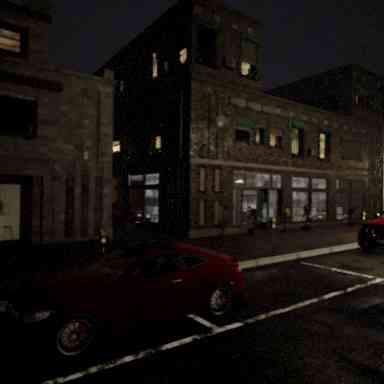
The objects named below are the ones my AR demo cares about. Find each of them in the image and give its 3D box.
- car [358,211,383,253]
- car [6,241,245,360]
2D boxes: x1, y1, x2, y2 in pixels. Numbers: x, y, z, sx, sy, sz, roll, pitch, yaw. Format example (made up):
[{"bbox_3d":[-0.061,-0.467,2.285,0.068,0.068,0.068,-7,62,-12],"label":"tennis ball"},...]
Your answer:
[{"bbox_3d":[8.300,1.332,12.458,5.009,1.841,2.192,0,1,-35],"label":"car"},{"bbox_3d":[-0.893,1.586,5.908,4.206,1.307,1.802,0,1,-35],"label":"car"}]
